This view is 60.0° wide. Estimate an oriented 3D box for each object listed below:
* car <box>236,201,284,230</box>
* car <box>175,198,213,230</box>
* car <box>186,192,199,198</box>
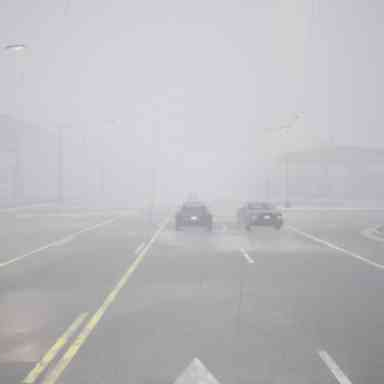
[{"bbox_3d":[3.617,1.217,18.463,2.033,1.411,5.357,0,1,1],"label":"car"},{"bbox_3d":[0.095,1.230,18.563,1.994,1.385,4.181,0,1,0],"label":"car"},{"bbox_3d":[0.088,0.670,48.780,2.033,1.411,5.357,0,1,0],"label":"car"}]
